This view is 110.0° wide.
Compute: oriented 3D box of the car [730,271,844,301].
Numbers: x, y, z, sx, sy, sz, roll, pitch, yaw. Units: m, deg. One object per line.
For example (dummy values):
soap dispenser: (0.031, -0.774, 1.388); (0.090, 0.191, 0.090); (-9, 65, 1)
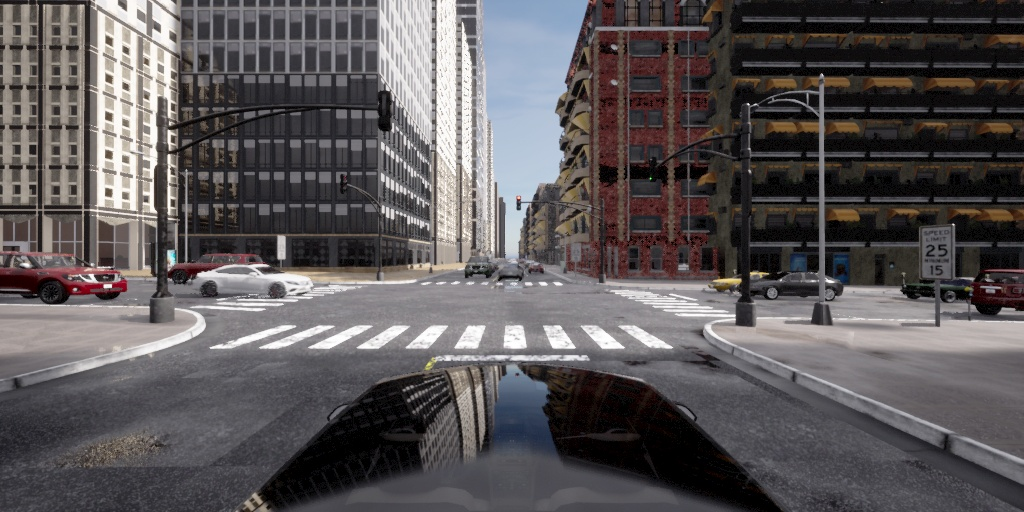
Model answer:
car: (14.922, 1.562, 19.344); (4.892, 1.490, 1.837); (1, 0, 2)

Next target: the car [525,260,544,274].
car: (2.759, 1.341, 41.665); (1.802, 1.307, 4.207); (0, 0, 0)

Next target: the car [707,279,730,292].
car: (14.639, 1.587, 21.962); (4.829, 1.417, 1.751); (0, 0, 0)

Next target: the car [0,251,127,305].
car: (-17.570, 0.757, 13.315); (5.009, 1.841, 2.192); (0, 0, 0)

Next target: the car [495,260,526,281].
car: (-0.037, 1.317, 30.023); (1.994, 1.385, 4.181); (0, 0, 3)

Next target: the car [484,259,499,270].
car: (-3.064, 1.244, 53.915); (1.882, 1.535, 5.008); (0, 0, 0)

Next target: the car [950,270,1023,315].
car: (20.604, 1.461, 13.663); (5.009, 1.841, 2.192); (0, 0, 0)

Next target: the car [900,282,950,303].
car: (24.213, 1.827, 19.451); (4.718, 1.301, 1.895); (1, 0, -1)

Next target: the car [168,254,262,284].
car: (-17.701, 0.776, 21.695); (5.009, 1.841, 2.192); (0, 0, 0)

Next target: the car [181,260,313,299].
car: (-11.439, 1.089, 15.962); (4.674, 1.442, 1.812); (1, 0, 0)

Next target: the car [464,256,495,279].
car: (-3.085, 0.977, 33.568); (2.150, 2.045, 5.566); (0, 0, 0)

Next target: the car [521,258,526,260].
car: (2.715, 1.317, 54.582); (2.007, 1.370, 4.403); (0, 0, 0)
